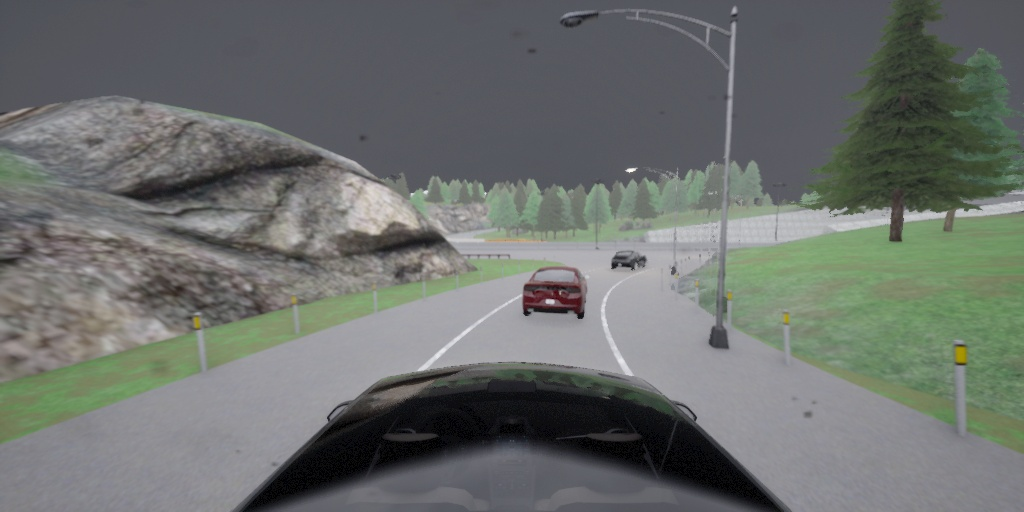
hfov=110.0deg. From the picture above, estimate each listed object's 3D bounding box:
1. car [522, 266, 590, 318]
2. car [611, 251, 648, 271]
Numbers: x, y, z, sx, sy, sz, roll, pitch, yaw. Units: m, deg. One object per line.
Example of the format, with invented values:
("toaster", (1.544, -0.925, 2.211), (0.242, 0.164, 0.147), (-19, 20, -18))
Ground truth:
("car", (1.647, 1.083, 12.566), (1.882, 1.535, 5.008), (1, 2, 13))
("car", (9.724, 0.306, 29.531), (1.837, 1.490, 4.892), (3, 5, 36))
